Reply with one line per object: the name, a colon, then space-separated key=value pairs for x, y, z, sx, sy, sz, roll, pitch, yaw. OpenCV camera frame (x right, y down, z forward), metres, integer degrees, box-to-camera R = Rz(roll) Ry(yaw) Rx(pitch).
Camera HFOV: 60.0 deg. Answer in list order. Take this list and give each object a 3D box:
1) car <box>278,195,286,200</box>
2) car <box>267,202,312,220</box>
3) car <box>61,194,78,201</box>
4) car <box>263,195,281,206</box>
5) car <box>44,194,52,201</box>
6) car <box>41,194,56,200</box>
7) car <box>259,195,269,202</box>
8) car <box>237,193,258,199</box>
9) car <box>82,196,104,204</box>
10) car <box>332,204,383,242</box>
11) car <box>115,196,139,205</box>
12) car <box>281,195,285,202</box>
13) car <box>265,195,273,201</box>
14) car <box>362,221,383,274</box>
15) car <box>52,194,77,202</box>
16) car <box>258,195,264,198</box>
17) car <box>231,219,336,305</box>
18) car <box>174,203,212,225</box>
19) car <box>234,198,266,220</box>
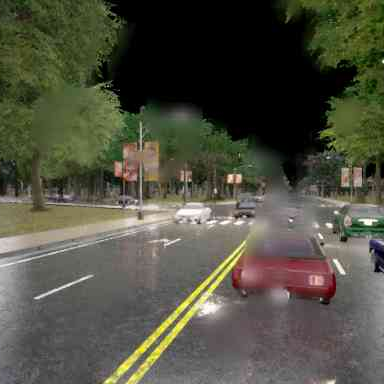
car: x=24.928 y=1.492 z=92.119 sx=1.882 sy=1.535 sz=5.008 roll=0 pitch=0 yaw=17
car: x=4.996 y=1.504 z=17.082 sx=1.837 sy=1.490 sz=4.892 roll=0 pitch=0 yaw=17
car: x=-29.138 y=1.258 z=78.930 sx=4.674 sy=1.442 sz=1.812 roll=0 pitch=0 yaw=40
car: x=13.563 y=1.529 z=56.005 sx=1.812 sy=1.442 sz=4.674 roll=0 pitch=0 yaw=18
car: x=-31.521 y=1.257 z=76.690 sx=4.674 sy=1.442 sz=1.812 roll=0 pitch=0 yaw=40
car: x=-37.000 y=1.250 z=85.605 sx=4.181 sy=1.385 sz=1.994 roll=0 pitch=0 yaw=40
car: x=16.757 y=1.485 z=76.858 sx=1.882 sy=1.535 sz=5.008 roll=0 pitch=0 yaw=17
car: x=7.988 y=1.185 z=49.119 sx=2.150 sy=2.045 sz=5.566 roll=0 pitch=0 yaw=18
car: x=-18.163 y=1.421 z=61.020 sx=4.718 sy=1.301 sz=1.895 roll=0 pitch=0 yaw=41
car: x=8.128 y=1.351 z=16.201 sx=2.097 sy=1.767 sz=4.553 roll=0 pitch=0 yaw=17
car: x=-10.752 y=1.359 z=54.717 sx=4.902 sy=1.511 sz=2.128 roll=0 pitch=0 yaw=41
car: x=17.665 y=1.546 z=68.865 sx=2.033 sy=1.411 sz=5.357 roll=0 pitch=0 yaw=17
car: x=20.958 y=1.539 z=90.303 sx=1.812 sy=1.442 sz=4.674 roll=0 pitch=0 yaw=17
car: x=5.493 y=1.601 z=7.607 sx=1.895 sy=1.301 sz=4.718 roll=0 pitch=0 yaw=17
car: x=-25.886 y=1.298 z=67.643 sx=4.674 sy=1.442 sz=1.812 roll=0 pitch=0 yaw=40
car: x=13.196 y=1.553 z=65.513 sx=2.033 sy=1.411 sz=5.357 roll=0 pitch=0 yaw=18
car: x=2.287 y=1.601 z=8.227 sx=1.895 sy=1.301 sz=4.718 roll=0 pitch=0 yaw=17
car: x=0.197 y=1.525 z=24.281 sx=1.812 sy=1.442 sz=4.674 roll=0 pitch=0 yaw=17
car: x=4.869 y=1.546 z=28.420 sx=2.033 sy=1.411 sz=5.357 roll=0 pitch=0 yaw=17
